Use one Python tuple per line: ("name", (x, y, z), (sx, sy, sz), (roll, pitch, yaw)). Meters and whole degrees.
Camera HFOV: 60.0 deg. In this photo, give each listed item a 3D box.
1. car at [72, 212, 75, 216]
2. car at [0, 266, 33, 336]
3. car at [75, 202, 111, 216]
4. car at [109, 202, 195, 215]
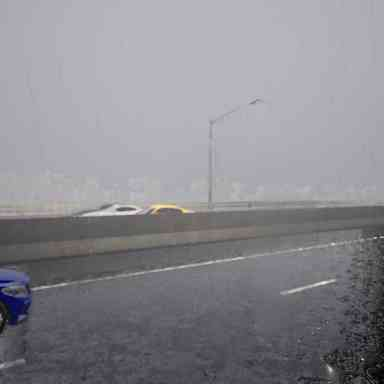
("car", (-6.452, 1.544, 25.067), (4.892, 1.490, 1.837), (1, 0, -35))
("car", (-4.794, 1.515, 4.623), (4.674, 1.442, 1.812), (1, 0, -36))
("car", (-4.876, 1.562, 21.903), (4.674, 1.442, 1.812), (1, 0, -35))
("car", (-2.011, 1.522, 19.627), (5.008, 1.535, 1.882), (1, 0, -35))
